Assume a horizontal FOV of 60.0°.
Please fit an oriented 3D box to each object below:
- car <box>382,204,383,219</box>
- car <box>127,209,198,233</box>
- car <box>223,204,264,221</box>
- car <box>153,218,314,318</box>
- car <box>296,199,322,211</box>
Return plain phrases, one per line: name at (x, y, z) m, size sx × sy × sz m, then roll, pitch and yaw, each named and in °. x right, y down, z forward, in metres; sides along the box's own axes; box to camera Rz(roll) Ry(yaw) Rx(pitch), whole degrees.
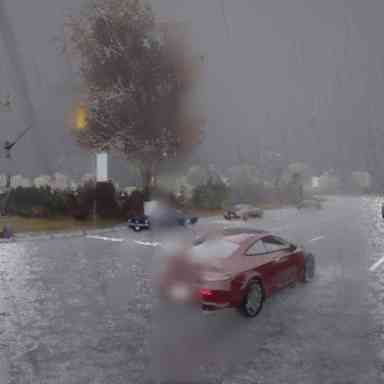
car at (17.749, 1.222, 28.291) m, size 2.150 × 2.045 × 5.566 m, roll -1°, pitch 0°, yaw 38°
car at (-1.768, 1.762, 20.782) m, size 1.895 × 1.301 × 4.718 m, roll -1°, pitch -1°, yaw 39°
car at (4.468, 1.711, 28.575) m, size 1.994 × 1.385 × 4.181 m, roll -1°, pitch 0°, yaw 39°
car at (1.224, 1.566, 7.558) m, size 1.812 × 1.442 × 4.674 m, roll -1°, pitch -1°, yaw 39°
car at (14.932, 1.624, 42.073) m, size 2.033 × 1.411 × 5.357 m, roll -1°, pitch 0°, yaw 37°
